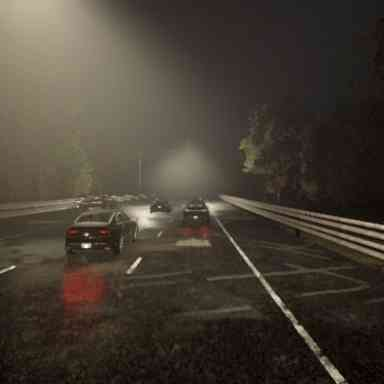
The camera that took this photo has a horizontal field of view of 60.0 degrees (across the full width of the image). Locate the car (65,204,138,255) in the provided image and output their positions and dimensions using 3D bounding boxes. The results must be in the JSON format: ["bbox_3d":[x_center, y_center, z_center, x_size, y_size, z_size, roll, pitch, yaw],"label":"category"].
[{"bbox_3d":[-3.340,1.444,12.987,1.837,1.490,4.892,0,0,0],"label":"car"}]

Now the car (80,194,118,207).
[{"bbox_3d":[-6.749,0.948,24.548,2.128,1.511,4.902,-4,0,1],"label":"car"}]

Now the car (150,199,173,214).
[{"bbox_3d":[-3.057,1.408,33.810,1.994,1.385,4.181,0,0,1],"label":"car"}]

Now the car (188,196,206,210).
[{"bbox_3d":[0.605,1.305,41.347,2.128,1.511,4.902,0,0,1],"label":"car"}]

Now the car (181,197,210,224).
[{"bbox_3d":[0.272,1.392,23.691,2.128,1.511,4.902,0,0,1],"label":"car"}]
